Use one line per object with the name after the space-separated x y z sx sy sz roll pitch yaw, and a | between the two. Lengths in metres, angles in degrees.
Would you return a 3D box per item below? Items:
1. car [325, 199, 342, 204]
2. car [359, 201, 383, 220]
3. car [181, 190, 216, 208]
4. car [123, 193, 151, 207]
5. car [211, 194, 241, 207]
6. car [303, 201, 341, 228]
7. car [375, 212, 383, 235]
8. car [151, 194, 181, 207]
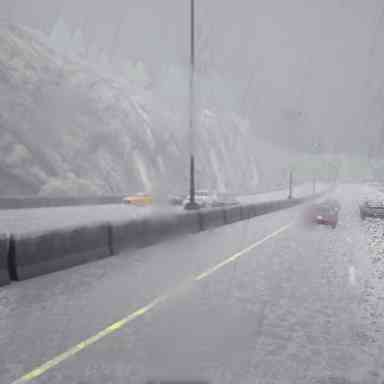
15.242 1.502 36.384 2.033 1.411 5.357 2 1 25 | car
15.041 1.535 27.632 2.128 1.511 4.902 2 1 25 | car
1.241 0.816 39.863 2.150 2.045 5.566 2 1 25 | car
-6.358 0.894 40.146 1.882 1.535 5.008 2 1 25 | car
4.121 1.247 37.783 1.994 1.385 4.181 2 1 25 | car
8.576 1.517 22.015 1.994 1.385 4.181 2 1 25 | car
6.133 1.534 8.431 2.128 1.511 4.902 2 1 25 | car
-2.584 1.031 39.950 1.812 1.442 4.674 2 1 25 | car
